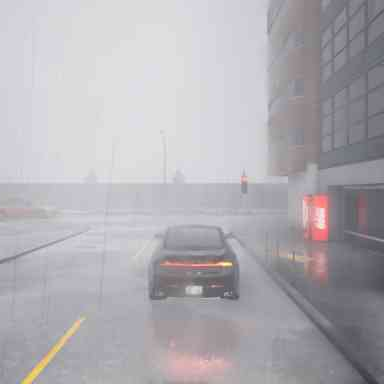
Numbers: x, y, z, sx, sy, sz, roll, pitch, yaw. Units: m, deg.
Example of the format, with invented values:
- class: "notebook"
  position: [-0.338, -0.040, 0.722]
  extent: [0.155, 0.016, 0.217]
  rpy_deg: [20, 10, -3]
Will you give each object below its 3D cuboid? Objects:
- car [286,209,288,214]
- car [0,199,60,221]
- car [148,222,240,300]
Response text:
- class: "car"
  position: [10.167, 1.601, 26.748]
  extent: [4.718, 1.301, 1.895]
  rpy_deg: [0, 0, 0]
- class: "car"
  position: [-13.126, 1.352, 26.766]
  extent: [4.553, 1.767, 2.097]
  rpy_deg: [0, 0, 0]
- class: "car"
  position: [0.055, 1.505, 8.361]
  extent: [1.837, 1.490, 4.892]
  rpy_deg: [0, 0, 1]
